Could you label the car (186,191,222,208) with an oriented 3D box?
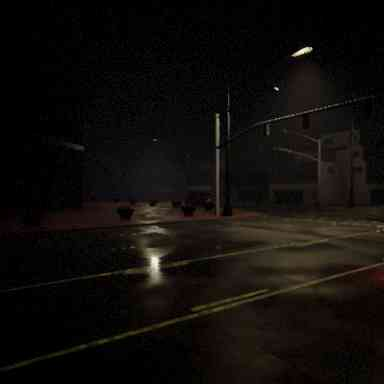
[{"bbox_3d":[1.424,0.937,42.261,2.150,2.045,5.566,0,0,-35],"label":"car"}]
